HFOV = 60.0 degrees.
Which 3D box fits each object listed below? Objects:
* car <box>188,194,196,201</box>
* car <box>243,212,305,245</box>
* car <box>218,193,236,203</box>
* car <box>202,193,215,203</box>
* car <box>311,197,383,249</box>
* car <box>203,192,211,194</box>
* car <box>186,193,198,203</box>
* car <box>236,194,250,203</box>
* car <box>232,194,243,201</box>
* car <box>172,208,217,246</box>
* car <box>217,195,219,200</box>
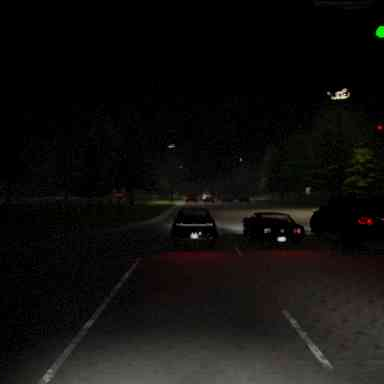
[{"bbox_3d":[-0.027,1.254,76.973,1.882,1.535,5.008,0,0,0],"label":"car"},{"bbox_3d":[3.595,1.589,15.526,1.895,1.301,4.718,0,0,0],"label":"car"},{"bbox_3d":[6.977,1.498,66.556,2.033,1.411,5.357,0,0,0],"label":"car"},{"bbox_3d":[3.477,1.513,66.971,1.994,1.385,4.181,0,0,0],"label":"car"},{"bbox_3d":[7.095,1.211,14.560,2.150,2.045,5.566,0,0,0],"label":"car"},{"bbox_3d":[3.473,1.002,77.004,2.150,2.045,5.566,0,0,0],"label":"car"},{"bbox_3d":[-0.023,1.174,66.583,2.150,2.045,5.566,0,0,0],"label":"car"},{"bbox_3d":[10.477,1.475,66.974,1.812,1.442,4.674,0,0,0],"label":"car"},{"bbox_3d":[10.473,1.276,76.977,1.837,1.490,4.892,0,0,0],"label":"car"},{"bbox_3d":[0.095,1.480,15.217,2.128,1.511,4.902,0,0,0],"label":"car"},{"bbox_3d":[6.973,1.131,76.945,2.097,1.767,4.553,0,0,0],"label":"car"}]
